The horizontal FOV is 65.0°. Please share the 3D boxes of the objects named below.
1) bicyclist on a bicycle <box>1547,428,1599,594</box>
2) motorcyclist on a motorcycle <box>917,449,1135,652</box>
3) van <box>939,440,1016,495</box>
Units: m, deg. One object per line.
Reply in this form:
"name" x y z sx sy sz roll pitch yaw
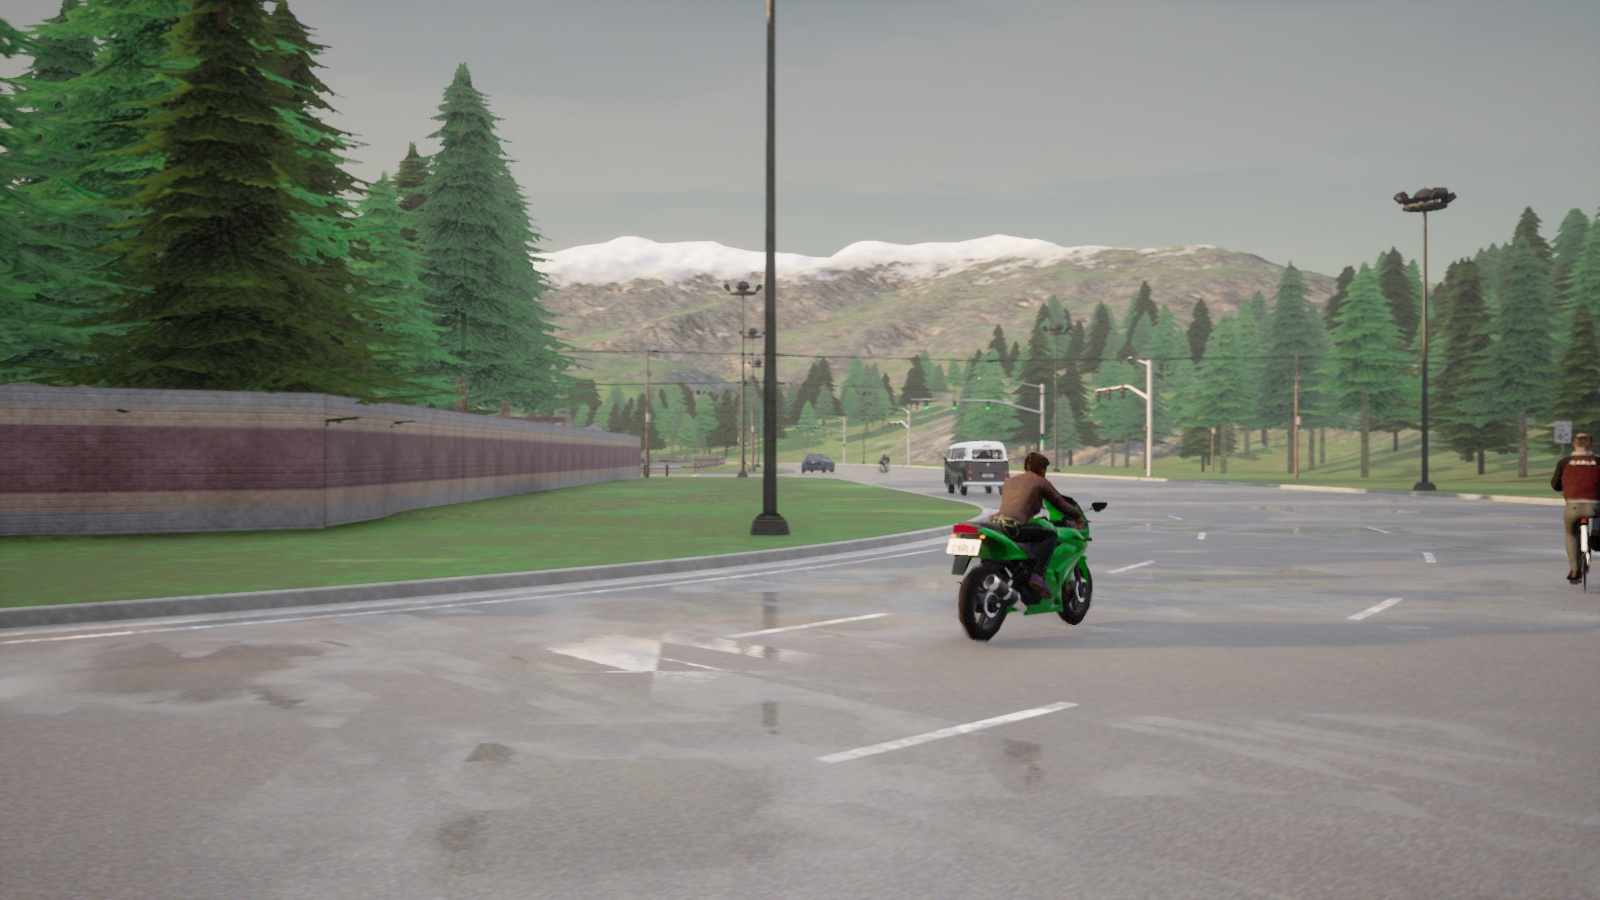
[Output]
"bicyclist on a bicycle" 8.888 0.652 14.244 0.659 1.776 1.843 -1 0 31
"motorcyclist on a motorcycle" 1.924 0.765 10.461 0.797 1.523 2.044 -1 -1 42
"van" 6.777 0.649 48.355 2.069 2.038 4.480 0 0 -4
